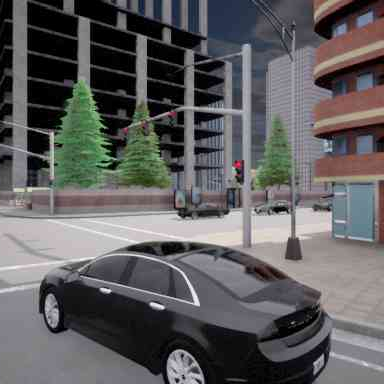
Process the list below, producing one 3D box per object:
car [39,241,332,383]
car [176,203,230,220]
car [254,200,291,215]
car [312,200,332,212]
[{"bbox_3d":[-0.529,1.505,4.996,4.892,1.490,1.837,0,0,41],"label":"car"},{"bbox_3d":[0.981,1.656,29.061,4.718,1.301,1.895,0,0,-36],"label":"car"},{"bbox_3d":[8.559,1.547,34.499,4.902,1.511,2.128,0,0,-36],"label":"car"},{"bbox_3d":[16.640,1.407,40.273,4.553,1.767,2.097,0,0,-35],"label":"car"}]
